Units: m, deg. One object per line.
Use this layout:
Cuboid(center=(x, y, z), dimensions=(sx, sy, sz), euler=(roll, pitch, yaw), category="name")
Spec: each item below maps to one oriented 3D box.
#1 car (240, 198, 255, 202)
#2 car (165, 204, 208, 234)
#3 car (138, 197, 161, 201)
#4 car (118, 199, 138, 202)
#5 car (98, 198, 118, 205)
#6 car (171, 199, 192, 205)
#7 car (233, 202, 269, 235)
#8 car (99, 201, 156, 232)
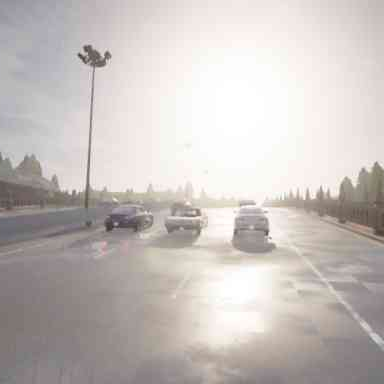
Cuboid(center=(5.881, 1.438, 35.313), dimensions=(1.882, 1.535, 5.008), euler=(0, 0, 9), category="car")
Cuboid(center=(-0.164, 1.577, 19.288), dimensions=(1.895, 1.301, 4.718), euler=(0, 0, 9), category="car")
Cuboid(center=(-6.066, 1.537, 50.241), dimensions=(1.882, 1.535, 5.008), euler=(0, -2, 9), category="car")
Cuboid(center=(-9.371, 1.728, 51.708), dimensions=(1.895, 1.301, 4.718), euler=(0, -2, 9), category="car")
Cuboid(center=(-12.895, 1.595, 51.849), dimensions=(1.812, 1.442, 4.674), euler=(0, -2, 9), category="car")
Cuboid(center=(-1.109, 1.479, 35.916), dimensions=(1.812, 1.442, 4.674), euler=(0, 0, 9), category="car")
Cuboid(center=(3.277, 1.506, 18.714), dimensions=(1.812, 1.442, 4.674), euler=(0, 0, 8), category="car")
Cuboid(center=(-3.626, 1.498, 19.802), dimensions=(1.812, 1.442, 4.674), euler=(0, 0, 9), category="car")
